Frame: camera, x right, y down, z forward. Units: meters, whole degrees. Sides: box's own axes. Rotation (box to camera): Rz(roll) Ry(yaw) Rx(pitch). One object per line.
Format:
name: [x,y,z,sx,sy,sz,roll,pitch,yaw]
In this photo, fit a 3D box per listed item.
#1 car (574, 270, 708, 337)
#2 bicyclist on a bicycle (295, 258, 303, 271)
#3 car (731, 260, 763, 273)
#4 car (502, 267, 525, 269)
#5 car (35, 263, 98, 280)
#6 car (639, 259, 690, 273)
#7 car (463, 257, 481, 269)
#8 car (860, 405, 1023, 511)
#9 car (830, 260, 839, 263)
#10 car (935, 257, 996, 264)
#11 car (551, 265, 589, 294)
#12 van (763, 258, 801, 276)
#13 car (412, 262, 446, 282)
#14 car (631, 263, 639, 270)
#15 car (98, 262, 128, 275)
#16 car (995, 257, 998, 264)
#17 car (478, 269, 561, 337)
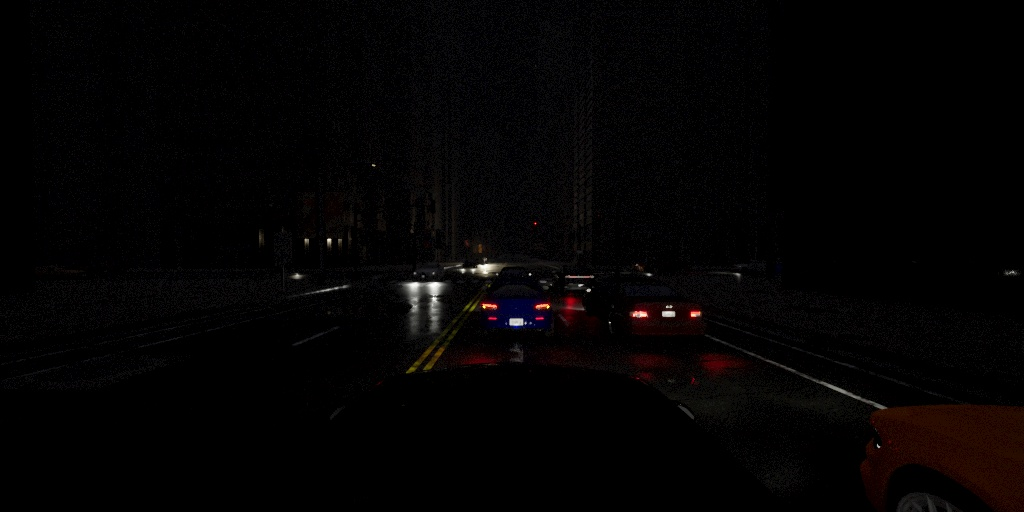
car: [3.349,1.294,10.214,2.033,1.411,5.357,0,0,0]
bicyclist on a bicycle: [-25.888,1.003,43.552,0.582,1.620,1.656,0,1,0]
car: [27.652,1.186,41.071,4.674,1.442,1.812,0,1,0]
car: [0.092,1.286,19.689,2.033,1.411,5.357,0,0,0]
car: [-40.834,1.450,32.165,4.829,1.417,1.751,0,0,0]
car: [17.712,1.149,41.143,5.008,1.535,1.882,0,1,0]
car: [-6.578,1.191,56.525,1.882,1.535,5.008,0,0,1]
car: [3.349,1.228,0.390,1.882,1.535,5.008,0,0,0]
car: [32.959,1.322,35.206,4.207,1.307,1.802,0,0,0]
car: [43.839,1.171,35.145,4.097,1.591,1.967,0,0,0]
car: [3.344,1.230,19.962,2.128,1.511,4.902,0,0,0]
van: [27.518,1.088,35.237,3.998,1.789,1.690,0,0,0]
car: [-6.599,1.257,28.942,1.812,1.442,4.674,0,0,0]
car: [16.682,1.072,43.822,4.097,1.591,1.967,0,0,0]
car: [-46.428,1.363,40.686,4.507,1.381,1.888,0,0,0]
car: [49.280,1.048,35.114,5.009,1.841,2.192,0,0,0]
car: [0.091,1.272,10.115,1.812,1.442,4.674,0,0,0]
